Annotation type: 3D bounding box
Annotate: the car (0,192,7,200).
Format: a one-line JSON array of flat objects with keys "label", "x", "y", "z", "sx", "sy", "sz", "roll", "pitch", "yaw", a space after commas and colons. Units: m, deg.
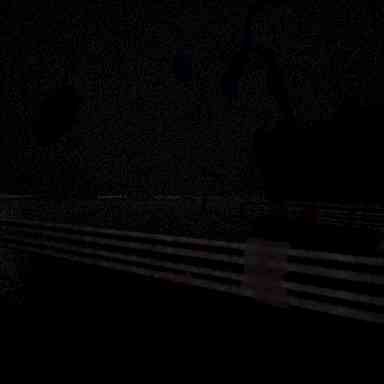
[{"label": "car", "x": -46.335, "y": 0.973, "z": 78.316, "sx": 5.566, "sy": 2.045, "sz": 2.150, "roll": 0, "pitch": 0, "yaw": 1}]
